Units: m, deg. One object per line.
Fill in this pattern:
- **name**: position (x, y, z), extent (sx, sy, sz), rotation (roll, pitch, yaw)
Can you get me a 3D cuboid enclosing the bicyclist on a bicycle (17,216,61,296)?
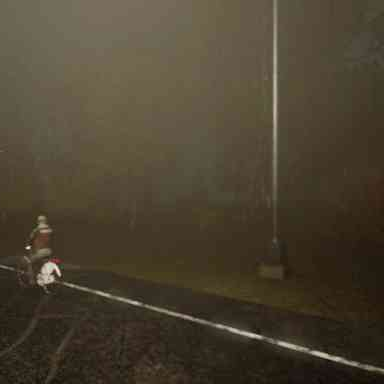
- **bicyclist on a bicycle**: position (-3.585, 1.426, 7.699), extent (1.843, 1.776, 0.659), rotation (0, 0, 36)
